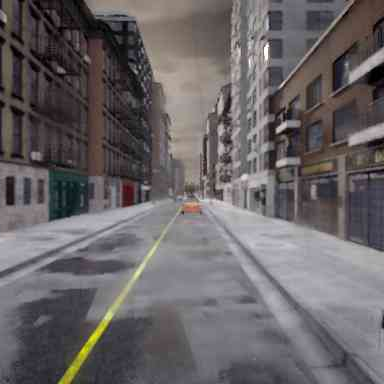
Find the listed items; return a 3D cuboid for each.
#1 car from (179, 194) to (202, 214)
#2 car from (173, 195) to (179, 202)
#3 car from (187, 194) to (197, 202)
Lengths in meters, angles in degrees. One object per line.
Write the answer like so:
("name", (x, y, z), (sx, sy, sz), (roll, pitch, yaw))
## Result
("car", (0.004, 1.400, 35.656), (2.097, 1.767, 4.553), (0, 0, 0))
("car", (-3.012, 1.492, 72.842), (1.812, 1.442, 4.674), (0, 0, 0))
("car", (-0.011, 1.163, 68.870), (1.837, 1.490, 4.892), (0, 0, 0))
